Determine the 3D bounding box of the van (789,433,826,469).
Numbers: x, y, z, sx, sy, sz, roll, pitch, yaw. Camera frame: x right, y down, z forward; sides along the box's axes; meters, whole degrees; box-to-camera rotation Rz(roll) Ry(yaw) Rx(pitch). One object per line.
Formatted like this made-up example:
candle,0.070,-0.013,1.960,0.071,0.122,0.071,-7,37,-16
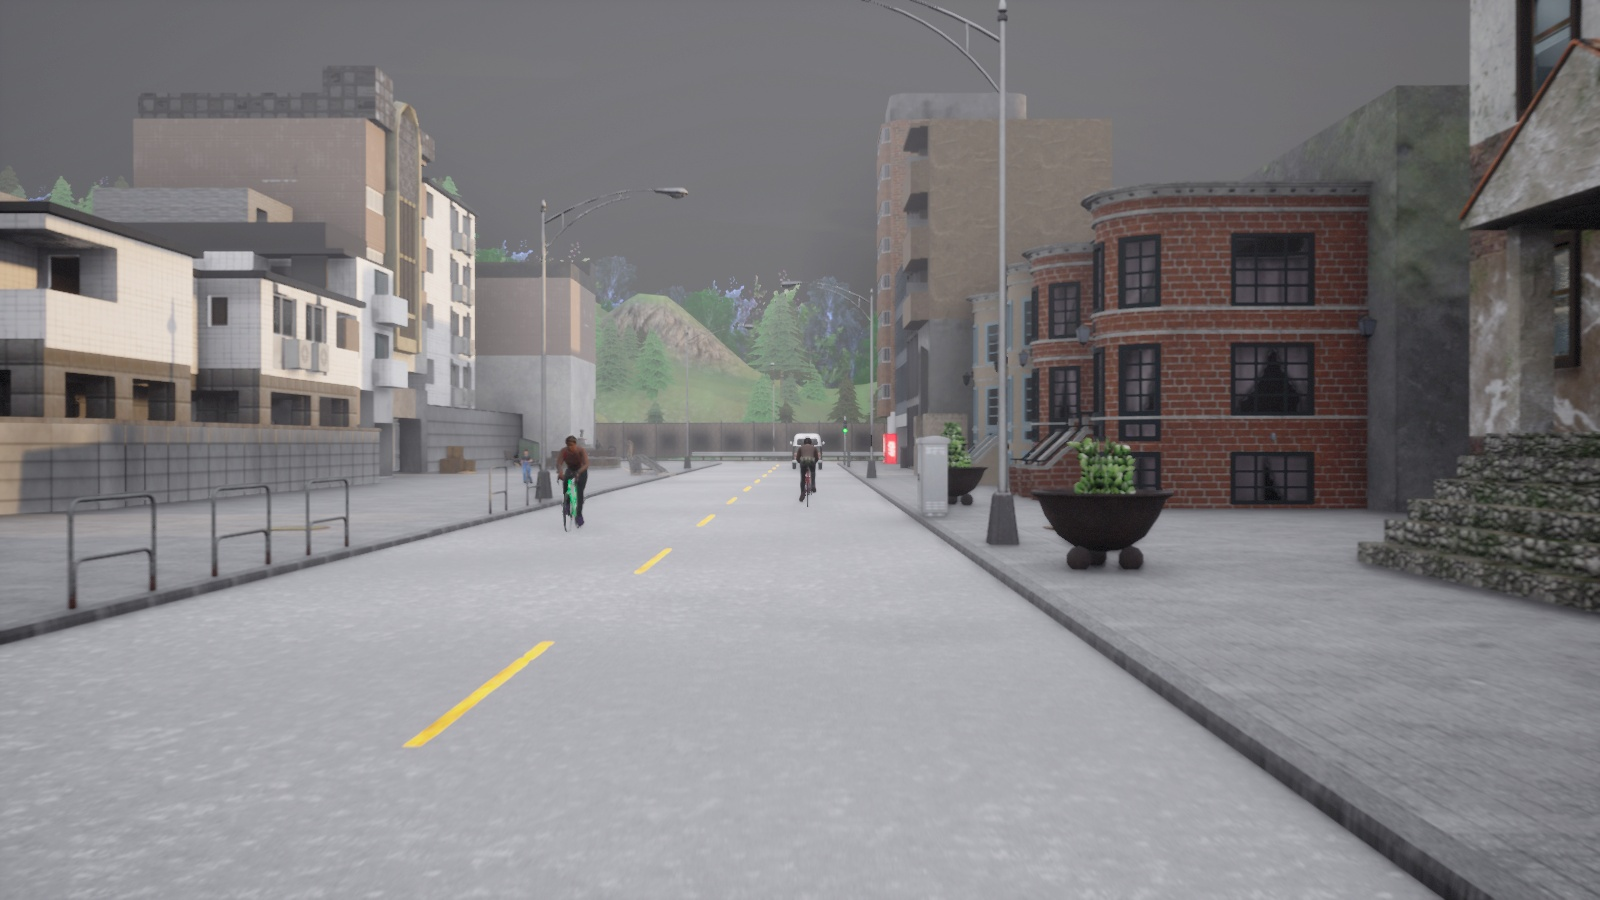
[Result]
van,0.428,0.059,72.979,2.069,2.038,4.480,0,0,0

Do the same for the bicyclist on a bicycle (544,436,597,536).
bicyclist on a bicycle,-3.864,0.577,21.219,0.582,1.620,1.656,0,1,0
